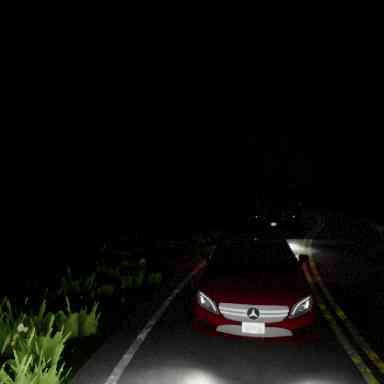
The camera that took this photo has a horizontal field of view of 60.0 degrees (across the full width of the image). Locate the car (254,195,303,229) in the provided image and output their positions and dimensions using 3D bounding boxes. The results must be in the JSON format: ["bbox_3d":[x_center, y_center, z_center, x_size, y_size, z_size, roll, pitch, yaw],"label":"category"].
[{"bbox_3d":[5.009,1.214,18.849,2.150,2.045,5.566,-2,-1,22],"label":"car"}]

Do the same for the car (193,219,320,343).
[{"bbox_3d":[1.233,1.534,6.679,1.812,1.442,4.674,-1,0,11],"label":"car"}]
